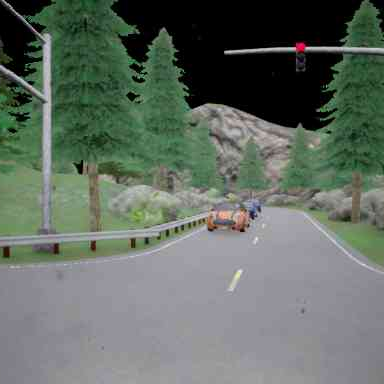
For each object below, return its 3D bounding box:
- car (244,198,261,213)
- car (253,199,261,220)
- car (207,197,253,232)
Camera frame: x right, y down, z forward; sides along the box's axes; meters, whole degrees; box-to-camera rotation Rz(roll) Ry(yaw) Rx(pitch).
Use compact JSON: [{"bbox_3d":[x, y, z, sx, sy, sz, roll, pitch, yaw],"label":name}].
[{"bbox_3d":[7.061,1.536,39.035,1.882,1.535,5.008,0,0,9],"label":"car"},{"bbox_3d":[4.675,1.522,29.143,1.882,1.535,5.008,0,0,15],"label":"car"},{"bbox_3d":[2.326,1.383,20.314,2.097,1.767,4.553,0,0,15],"label":"car"}]
